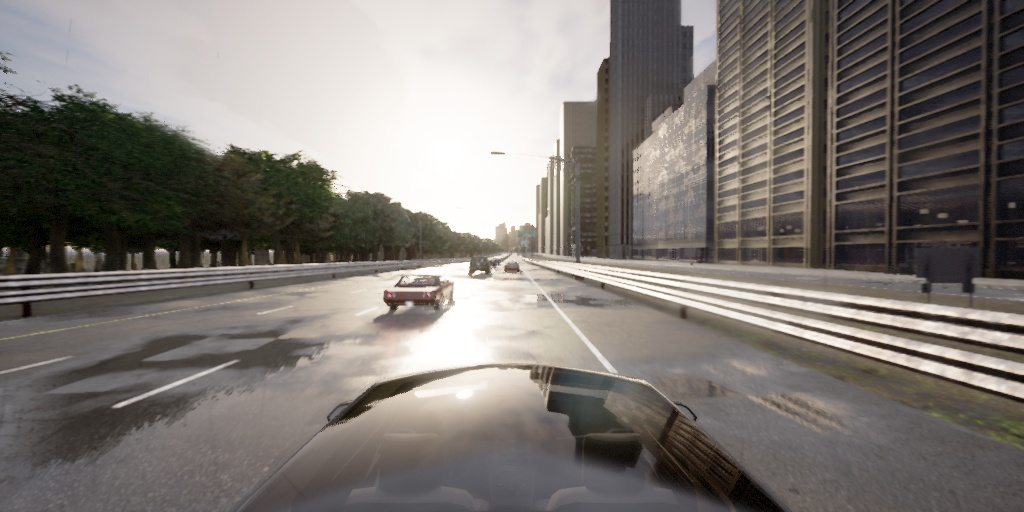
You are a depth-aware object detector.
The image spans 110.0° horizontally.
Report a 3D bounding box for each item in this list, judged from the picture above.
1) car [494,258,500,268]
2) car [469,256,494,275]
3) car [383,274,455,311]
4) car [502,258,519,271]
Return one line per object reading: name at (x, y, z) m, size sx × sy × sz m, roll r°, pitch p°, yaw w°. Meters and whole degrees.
car at (-3.699, 1.332, 64.910) m, size 1.837 × 1.490 × 4.892 m, roll 0°, pitch 0°, yaw 0°
car at (-3.575, 1.007, 40.548) m, size 2.150 × 2.045 × 5.566 m, roll 0°, pitch 0°, yaw 0°
car at (-3.507, 1.358, 14.514) m, size 1.895 × 1.301 × 4.718 m, roll 0°, pitch 0°, yaw 0°
car at (-0.012, 1.363, 49.299) m, size 1.994 × 1.385 × 4.181 m, roll 0°, pitch 0°, yaw 0°
